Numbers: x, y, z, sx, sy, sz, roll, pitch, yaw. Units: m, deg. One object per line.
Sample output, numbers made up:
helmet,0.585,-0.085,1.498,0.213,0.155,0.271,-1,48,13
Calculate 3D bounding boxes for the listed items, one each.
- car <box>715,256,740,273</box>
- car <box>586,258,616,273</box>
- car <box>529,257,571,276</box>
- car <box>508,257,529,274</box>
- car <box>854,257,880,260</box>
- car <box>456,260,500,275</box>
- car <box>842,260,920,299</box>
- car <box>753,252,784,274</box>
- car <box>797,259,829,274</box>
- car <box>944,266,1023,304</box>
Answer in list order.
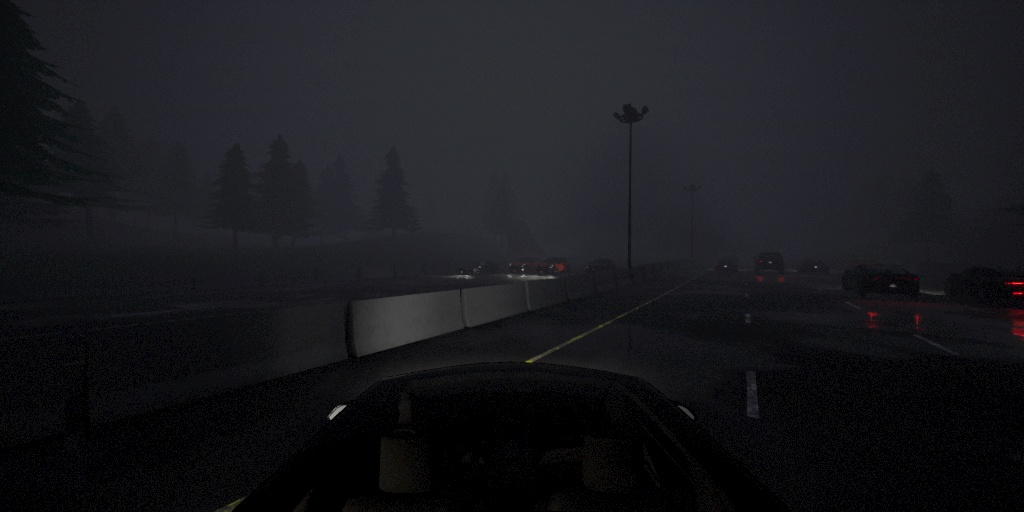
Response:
car,22.119,0.956,36.979,1.994,1.385,4.181,0,1,33
car,9.116,1.016,36.421,1.837,1.490,4.892,0,0,33
car,3.952,0.912,34.966,2.097,1.767,4.553,0,1,33
car,1.506,0.898,37.613,2.097,1.767,4.553,0,1,34
car,31.050,0.873,31.451,1.882,1.535,5.008,0,0,33
car,-3.372,1.136,36.569,2.033,1.411,5.357,0,1,33
car,17.954,1.130,17.686,1.882,1.535,5.008,0,1,33
car,24.680,0.628,34.492,2.150,2.045,5.566,0,1,33
car,28.739,0.935,34.320,1.994,1.385,4.181,0,1,33
car,20.471,1.169,15.135,1.837,1.490,4.892,0,1,33
